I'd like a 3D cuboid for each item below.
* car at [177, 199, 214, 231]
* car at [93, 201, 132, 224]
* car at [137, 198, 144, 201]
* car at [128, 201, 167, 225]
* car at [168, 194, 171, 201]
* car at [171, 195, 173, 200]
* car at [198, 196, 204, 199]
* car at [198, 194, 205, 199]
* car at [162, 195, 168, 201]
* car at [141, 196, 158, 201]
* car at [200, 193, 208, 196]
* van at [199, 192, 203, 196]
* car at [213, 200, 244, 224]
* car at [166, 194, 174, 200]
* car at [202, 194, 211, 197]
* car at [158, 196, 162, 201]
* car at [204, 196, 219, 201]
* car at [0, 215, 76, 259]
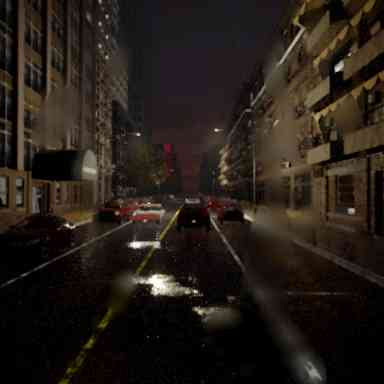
[{"bbox_3d":[0.099,1.423,20.349,1.882,1.535,5.008,0,0,0],"label":"car"},{"bbox_3d":[-5.677,1.376,23.762,1.967,1.590,4.097,1,0,0],"label":"car"},{"bbox_3d":[-5.679,1.501,29.418,1.802,1.307,4.206,1,0,0],"label":"car"},{"bbox_3d":[-2.999,1.537,23.548,1.895,1.301,4.718,0,0,0],"label":"car"},{"bbox_3d":[-5.676,1.361,63.358,2.008,1.369,4.403,1,0,0],"label":"car"},{"bbox_3d":[-5.676,1.323,74.672,2.008,1.369,4.403,1,0,0],"label":"car"},{"bbox_3d":[0.101,1.491,38.622,1.895,1.301,4.718,0,0,0],"label":"car"},{"bbox_3d":[2.672,1.293,91.603,1.802,1.307,4.206,1,0,0],"label":"car"},{"bbox_3d":[-5.676,1.373,57.702,1.887,1.381,4.507,1,0,0],"label":"car"},{"bbox_3d":[-5.676,1.324,40.733,1.967,1.590,4.097,1,0,0],"label":"car"},{"bbox_3d":[2.704,1.379,57.665,2.008,1.369,4.403,1,0,0],"label":"car"},{"bbox_3d":[2.707,1.151,63.321,1.690,1.788,3.998,1,0,0],"label":"van"},{"bbox_3d":[2.701,1.517,23.726,1.802,1.307,4.206,1,0,0],"label":"car"},{"bbox_3d":[-5.675,1.258,85.814,1.752,1.417,4.829,1,0,0],"label":"car"},{"bbox_3d":[2.703,1.415,46.353,2.008,1.369,4.403,1,0,0],"label":"car"},{"bbox_3d":[-5.677,1.431,46.389,1.947,1.339,4.313,1,0,0],"label":"car"},{"bbox_3d":[2.703,1.465,40.696,1.802,1.307,4.206,1,0,0],"label":"car"},{"bbox_3d":[-5.680,1.550,12.449,1.802,1.307,4.206,1,0,0],"label":"car"}]
